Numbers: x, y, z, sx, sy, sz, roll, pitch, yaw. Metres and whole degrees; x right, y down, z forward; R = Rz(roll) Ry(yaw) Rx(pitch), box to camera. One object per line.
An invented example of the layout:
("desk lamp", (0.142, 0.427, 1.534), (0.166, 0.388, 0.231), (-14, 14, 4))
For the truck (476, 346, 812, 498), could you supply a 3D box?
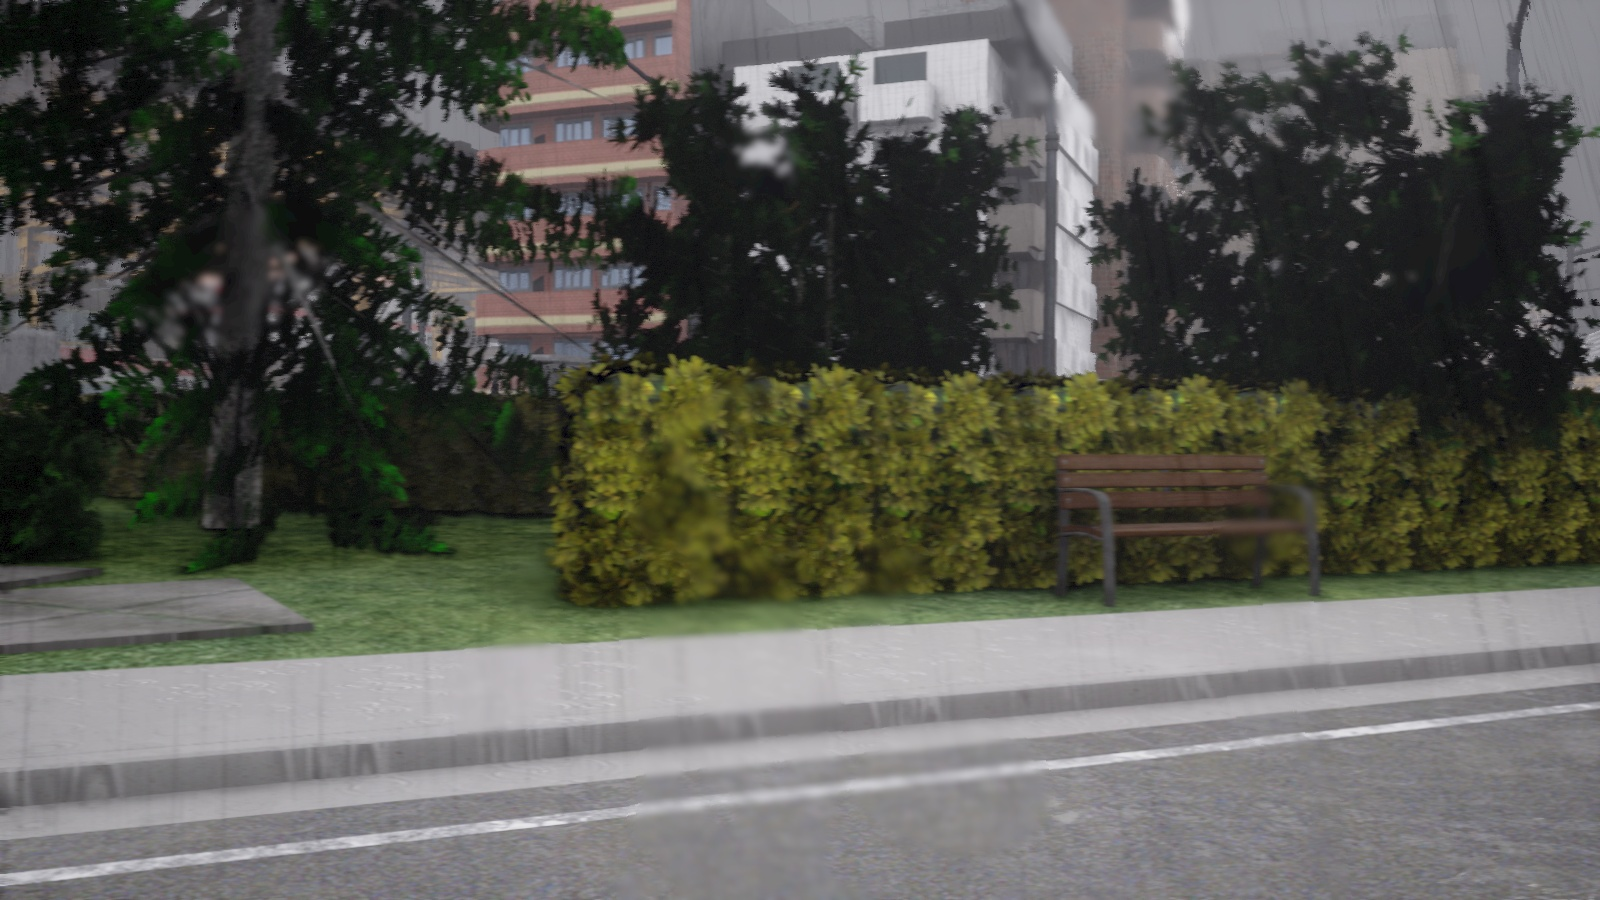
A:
("truck", (-3.940, -0.661, 31.493), (7.936, 3.462, 2.891), (0, 1, 23))
